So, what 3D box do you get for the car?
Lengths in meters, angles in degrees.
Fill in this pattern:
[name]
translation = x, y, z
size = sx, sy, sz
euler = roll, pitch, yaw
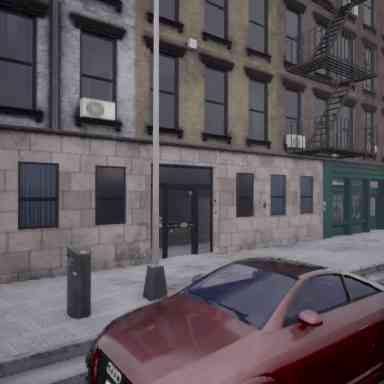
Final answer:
[car]
translation = 0.925, 1.564, 4.036
size = 4.181, 1.385, 1.994
euler = 0, 0, -35
